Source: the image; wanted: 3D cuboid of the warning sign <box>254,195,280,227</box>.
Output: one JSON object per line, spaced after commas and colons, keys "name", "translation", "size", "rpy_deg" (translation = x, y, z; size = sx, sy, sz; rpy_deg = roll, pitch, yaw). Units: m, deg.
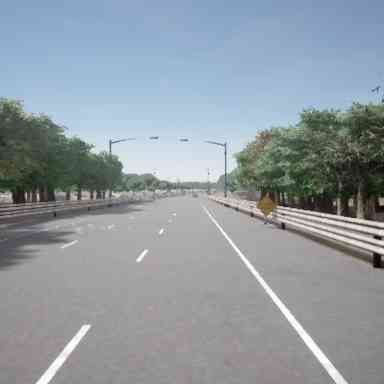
{"name": "warning sign", "translation": [4.578, 1.128, 20.522], "size": [1.300, 1.860, 1.060], "rpy_deg": [2, 2, 0]}
